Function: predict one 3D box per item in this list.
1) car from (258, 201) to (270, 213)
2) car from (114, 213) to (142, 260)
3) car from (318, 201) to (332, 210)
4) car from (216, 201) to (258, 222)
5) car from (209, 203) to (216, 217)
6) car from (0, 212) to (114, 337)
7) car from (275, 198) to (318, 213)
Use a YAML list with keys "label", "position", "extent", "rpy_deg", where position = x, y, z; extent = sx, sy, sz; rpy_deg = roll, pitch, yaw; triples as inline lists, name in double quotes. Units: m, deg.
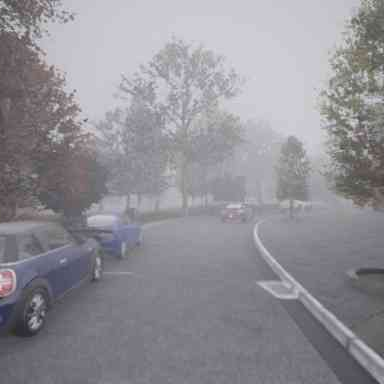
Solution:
- label: "car"
  position: [6.840, 1.788, 38.874]
  extent: [2.097, 1.535, 5.008]
  rpy_deg: [-3, -4, 36]
- label: "car"
  position: [-3.164, 1.504, 12.577]
  extent: [2.097, 1.535, 5.008]
  rpy_deg: [0, 0, 2]
- label: "car"
  position: [19.128, 2.093, 50.482]
  extent: [4.892, 1.521, 2.231]
  rpy_deg: [1, -4, -32]
- label: "car"
  position: [3.567, 1.529, 25.707]
  extent: [1.812, 1.442, 4.674]
  rpy_deg: [-2, -1, 20]
- label: "car"
  position: [3.403, 1.700, 34.127]
  extent: [2.231, 1.521, 4.892]
  rpy_deg: [-2, -1, 29]
- label: "car"
  position: [-3.404, 1.373, 6.875]
  extent: [2.185, 1.767, 4.553]
  rpy_deg: [-1, 0, 2]
- label: "car"
  position: [12.767, 1.440, 40.426]
  extent: [2.150, 2.045, 5.566]
  rpy_deg: [-4, -4, 42]
